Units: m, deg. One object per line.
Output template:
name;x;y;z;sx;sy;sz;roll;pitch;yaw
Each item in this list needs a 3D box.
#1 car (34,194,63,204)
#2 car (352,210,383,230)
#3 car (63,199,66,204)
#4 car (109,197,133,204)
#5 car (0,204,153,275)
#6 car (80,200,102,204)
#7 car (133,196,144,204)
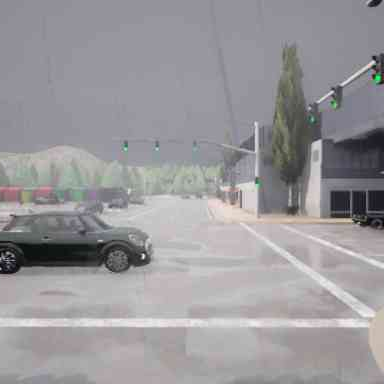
car;-24.705;1.263;56.702;3.866;1.878;1.905;0;0;0
car;12.685;1.640;20.856;4.718;1.301;1.895;0;0;0
car;-24.681;1.508;59.596;3.806;1.475;1.970;0;0;0
car;-10.268;1.635;46.721;2.033;1.411;5.357;0;0;2
car;-3.489;1.371;10.106;4.553;1.767;2.097;0;0;-2
car;-10.589;1.556;34.447;2.128;1.511;4.902;0;0;1
car;-9.870;1.464;59.104;2.097;1.767;4.553;0;0;2
